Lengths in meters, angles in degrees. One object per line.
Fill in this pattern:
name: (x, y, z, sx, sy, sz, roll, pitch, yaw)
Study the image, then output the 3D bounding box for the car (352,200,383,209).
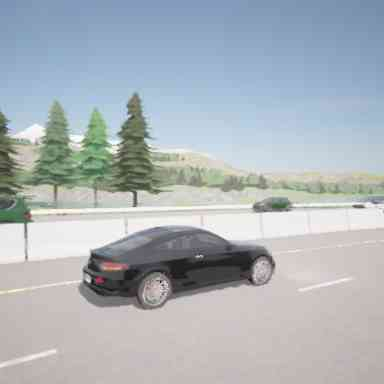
car: (20.797, 1.581, 38.352, 4.718, 1.301, 1.895, 0, 0, -22)

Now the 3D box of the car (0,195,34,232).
car: (-9.795, 1.167, 14.119, 5.566, 2.045, 2.150, 0, 0, -35)

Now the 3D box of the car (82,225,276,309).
car: (-0.115, 1.509, 7.758, 4.674, 1.442, 1.812, 0, 0, -34)

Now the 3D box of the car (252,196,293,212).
car: (8.934, 1.304, 36.996, 4.553, 1.767, 2.097, 0, 0, -25)
